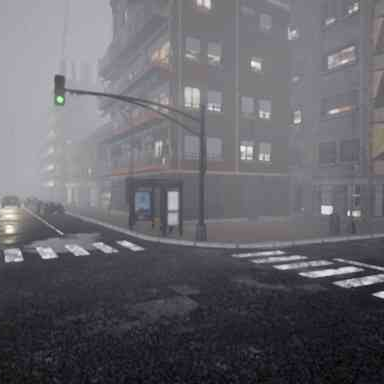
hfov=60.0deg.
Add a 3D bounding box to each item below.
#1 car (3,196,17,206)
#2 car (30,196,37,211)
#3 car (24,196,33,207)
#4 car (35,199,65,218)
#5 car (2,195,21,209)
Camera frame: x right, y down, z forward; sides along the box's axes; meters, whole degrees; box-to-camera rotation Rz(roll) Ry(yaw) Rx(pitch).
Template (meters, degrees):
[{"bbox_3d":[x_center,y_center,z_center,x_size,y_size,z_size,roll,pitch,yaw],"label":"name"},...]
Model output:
[{"bbox_3d":[-29.336,1.367,53.477,1.882,1.535,5.008,0,0,-30],"label":"car"},{"bbox_3d":[-15.294,1.478,34.540,1.887,1.381,4.507,0,0,-30],"label":"car"},{"bbox_3d":[-23.757,1.343,49.188,1.967,1.590,4.097,0,0,-30],"label":"car"},{"bbox_3d":[-12.474,1.494,29.658,2.008,1.369,4.403,0,0,-30],"label":"car"},{"bbox_3d":[-24.432,1.259,45.018,2.097,1.767,4.553,0,0,-30],"label":"car"}]
